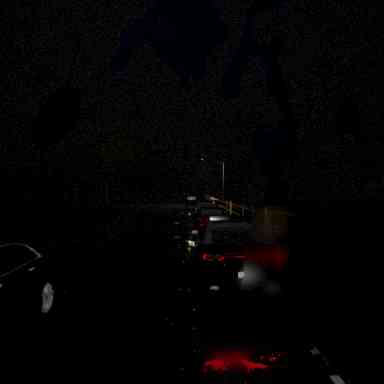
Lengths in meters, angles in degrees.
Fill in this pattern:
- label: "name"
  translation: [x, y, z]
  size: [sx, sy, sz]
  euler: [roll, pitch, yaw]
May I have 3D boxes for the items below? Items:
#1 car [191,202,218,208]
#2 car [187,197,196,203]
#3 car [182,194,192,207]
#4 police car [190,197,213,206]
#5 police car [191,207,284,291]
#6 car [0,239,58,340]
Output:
- label: "car"
  translation: [1.005, 1.548, 19.053]
  size: [1.812, 1.442, 4.674]
  euler: [0, 0, 0]
- label: "car"
  translation: [-0.162, 1.637, 69.550]
  size: [1.895, 1.301, 4.718]
  euler: [0, 0, 0]
- label: "car"
  translation: [-0.057, 1.533, 50.916]
  size: [2.128, 1.511, 4.902]
  euler: [0, 0, 0]
- label: "police car"
  translation: [0.991, 1.452, 25.168]
  size: [1.930, 1.638, 5.238]
  euler: [0, 0, 0]
- label: "police car"
  translation: [1.028, 1.438, 9.156]
  size: [1.930, 1.638, 5.238]
  euler: [0, 0, 0]
- label: "car"
  translation: [-3.514, 1.509, 4.602]
  size: [1.837, 1.490, 4.892]
  euler: [0, 0, 0]
